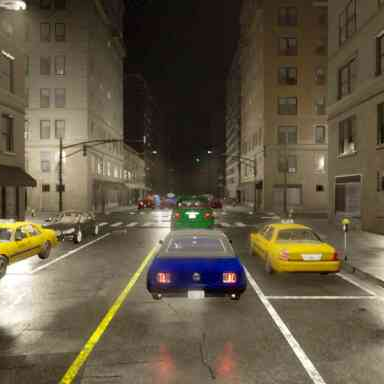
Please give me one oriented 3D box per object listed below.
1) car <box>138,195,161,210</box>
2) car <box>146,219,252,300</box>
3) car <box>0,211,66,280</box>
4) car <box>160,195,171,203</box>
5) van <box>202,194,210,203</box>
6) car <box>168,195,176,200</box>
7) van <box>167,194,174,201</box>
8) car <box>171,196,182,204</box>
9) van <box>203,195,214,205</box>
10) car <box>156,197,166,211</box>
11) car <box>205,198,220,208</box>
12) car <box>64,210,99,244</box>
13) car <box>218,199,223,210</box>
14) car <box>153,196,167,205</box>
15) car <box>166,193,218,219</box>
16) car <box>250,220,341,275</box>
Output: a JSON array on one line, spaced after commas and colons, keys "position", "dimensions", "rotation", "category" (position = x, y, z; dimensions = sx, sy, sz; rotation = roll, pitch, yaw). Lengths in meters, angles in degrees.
[{"position": [-5.624, 1.328, 42.415], "dimensions": [2.192, 1.841, 5.009], "rotation": [0, 0, 0], "category": "car"}, {"position": [0.092, 1.601, 8.338], "dimensions": [1.895, 1.301, 4.718], "rotation": [0, 0, 0], "category": "car"}, {"position": [-5.658, 1.526, 9.946], "dimensions": [1.752, 1.417, 4.829], "rotation": [0, 0, 0], "category": "car"}, {"position": [-5.594, 1.468, 69.922], "dimensions": [1.967, 1.590, 4.097], "rotation": [0, 0, 0], "category": "car"}, {"position": [2.932, 1.369, 69.913], "dimensions": [1.690, 1.788, 3.998], "rotation": [0, 0, 0], "category": "van"}, {"position": [-5.570, 1.591, 91.927], "dimensions": [2.008, 1.369, 4.403], "rotation": [0, 0, 0], "category": "car"}, {"position": [-5.576, 1.378, 86.427], "dimensions": [1.690, 1.788, 3.998], "rotation": [0, 0, 0], "category": "van"}, {"position": [-2.974, 1.503, 64.897], "dimensions": [1.882, 1.535, 5.008], "rotation": [0, 0, 1], "category": "car"}, {"position": [2.920, 1.363, 58.910], "dimensions": [1.690, 1.788, 3.998], "rotation": [0, 0, 0], "category": "van"}, {"position": [-3.055, 1.614, 41.602], "dimensions": [1.895, 1.301, 4.718], "rotation": [0, 0, 0], "category": "car"}, {"position": [2.908, 1.582, 47.907], "dimensions": [1.947, 1.339, 4.313], "rotation": [0, 0, 0], "category": "car"}, {"position": [-5.652, 1.552, 15.641], "dimensions": [2.008, 1.369, 4.403], "rotation": [0, 0, 0], "category": "car"}, {"position": [2.902, 1.558, 42.405], "dimensions": [1.887, 1.381, 4.507], "rotation": [0, 0, 0], "category": "car"}, {"position": [-5.606, 1.462, 58.919], "dimensions": [1.967, 1.590, 4.097], "rotation": [0, 0, 0], "category": "car"}, {"position": [0.020, 1.224, 18.104], "dimensions": [2.150, 2.045, 5.566], "rotation": [0, 0, 0], "category": "car"}, {"position": [2.867, 1.526, 10.276], "dimensions": [1.752, 1.417, 4.829], "rotation": [0, 0, 0], "category": "car"}]
